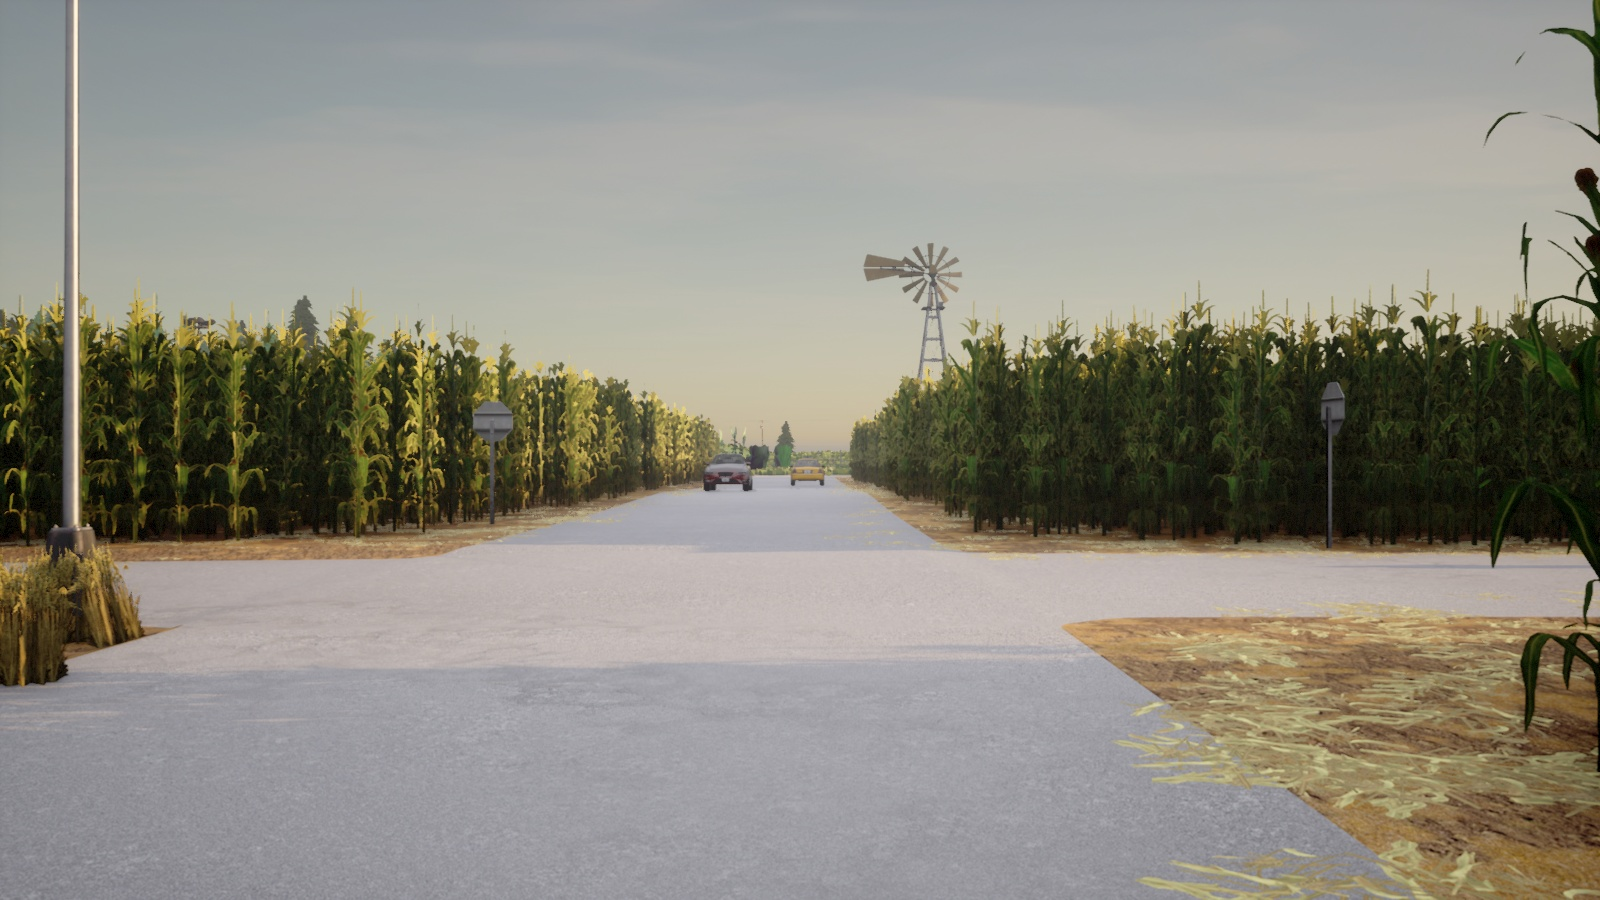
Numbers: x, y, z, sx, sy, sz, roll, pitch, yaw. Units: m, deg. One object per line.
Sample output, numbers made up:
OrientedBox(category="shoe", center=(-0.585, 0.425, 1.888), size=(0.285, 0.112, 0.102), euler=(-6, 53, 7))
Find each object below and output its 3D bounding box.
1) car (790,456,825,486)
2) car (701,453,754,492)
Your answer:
OrientedBox(category="car", center=(0.409, 1.143, 68.903), size=(1.801, 1.575, 5.366), euler=(0, 0, 0))
OrientedBox(category="car", center=(-2.803, 0.877, 49.302), size=(1.816, 1.474, 4.193), euler=(0, -1, 0))
